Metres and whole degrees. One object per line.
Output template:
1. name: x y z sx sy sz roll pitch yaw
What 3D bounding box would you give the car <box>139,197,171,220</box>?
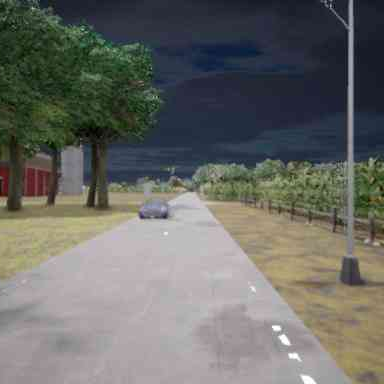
1. car: -2.844 1.206 26.164 2.097 1.767 4.553 0 0 0
